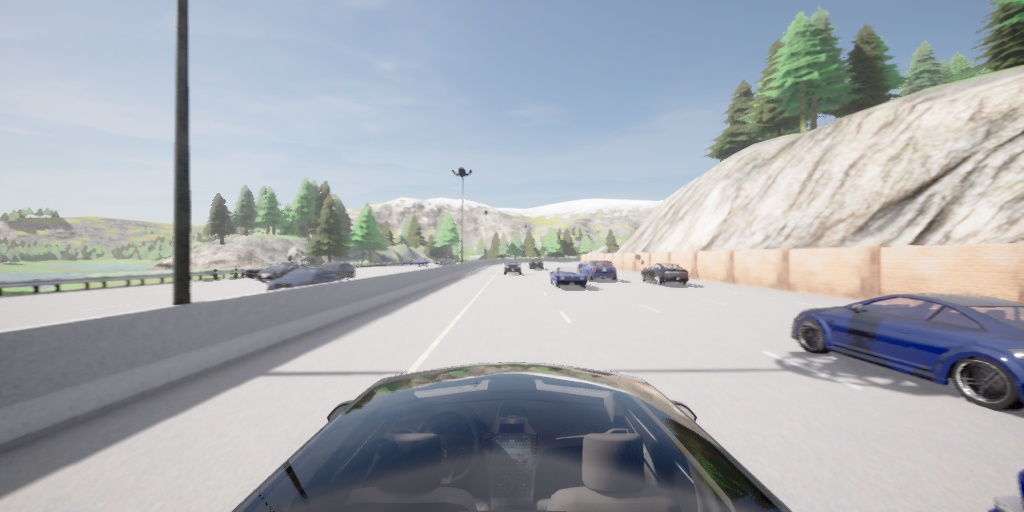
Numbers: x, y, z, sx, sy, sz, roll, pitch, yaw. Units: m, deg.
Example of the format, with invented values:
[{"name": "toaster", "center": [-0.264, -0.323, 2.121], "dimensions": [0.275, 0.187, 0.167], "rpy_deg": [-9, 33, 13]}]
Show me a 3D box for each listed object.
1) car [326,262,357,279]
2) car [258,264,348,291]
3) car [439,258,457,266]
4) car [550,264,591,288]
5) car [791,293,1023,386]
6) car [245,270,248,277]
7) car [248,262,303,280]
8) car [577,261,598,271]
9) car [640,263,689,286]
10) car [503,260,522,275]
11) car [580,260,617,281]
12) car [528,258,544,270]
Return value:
[{"name": "car", "center": [-14.089, 1.261, 28.593], "dimensions": [1.837, 1.490, 4.892], "rpy_deg": [0, 0, 0]}, {"name": "car", "center": [-10.593, 1.317, 18.619], "dimensions": [1.994, 1.385, 4.181], "rpy_deg": [0, 0, 0]}, {"name": "car", "center": [-10.534, 1.265, 60.742], "dimensions": [1.837, 1.490, 4.892], "rpy_deg": [0, 0, 1]}, {"name": "car", "center": [3.583, 1.354, 23.562], "dimensions": [1.895, 1.301, 4.718], "rpy_deg": [0, 0, 0]}, {"name": "car", "center": [7.099, 1.314, 6.107], "dimensions": [1.994, 1.385, 4.181], "rpy_deg": [0, 0, 0]}, {"name": "car", "center": [-21.093, 1.357, 31.734], "dimensions": [1.895, 1.301, 4.718], "rpy_deg": [0, 0, 0]}, {"name": "car", "center": [-17.588, 1.247, 28.001], "dimensions": [2.128, 1.511, 4.902], "rpy_deg": [0, 0, 0]}, {"name": "car", "center": [10.592, 1.358, 50.535], "dimensions": [1.895, 1.301, 4.718], "rpy_deg": [0, 0, 0]}, {"name": "car", "center": [10.592, 1.244, 25.276], "dimensions": [2.128, 1.511, 4.902], "rpy_deg": [0, 0, 0]}, {"name": "car", "center": [0.088, 1.282, 40.108], "dimensions": [1.812, 1.442, 4.674], "rpy_deg": [0, 0, 0]}, {"name": "car", "center": [7.091, 1.106, 29.633], "dimensions": [2.097, 1.767, 4.553], "rpy_deg": [0, 0, 0]}, {"name": "car", "center": [3.589, 1.111, 54.402], "dimensions": [2.097, 1.767, 4.553], "rpy_deg": [0, 0, 0]}]
